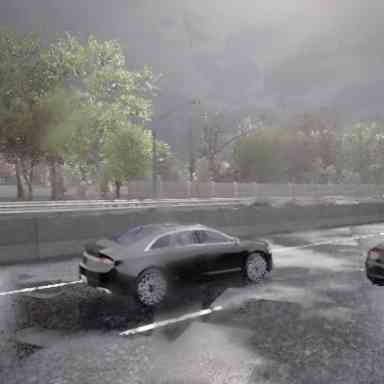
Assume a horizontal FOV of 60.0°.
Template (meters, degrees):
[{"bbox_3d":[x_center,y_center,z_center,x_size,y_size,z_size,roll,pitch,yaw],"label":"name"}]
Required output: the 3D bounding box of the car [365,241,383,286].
[{"bbox_3d":[5.969,1.496,8.008,4.674,1.442,1.812,0,0,-36],"label":"car"}]

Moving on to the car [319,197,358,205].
[{"bbox_3d":[14.392,1.441,31.444,4.674,1.442,1.812,0,0,-35],"label":"car"}]

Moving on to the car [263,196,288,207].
[{"bbox_3d":[10.753,1.405,37.443,4.902,1.511,2.128,0,0,-35],"label":"car"}]

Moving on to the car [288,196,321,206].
[{"bbox_3d":[12.495,1.266,34.387,4.553,1.767,2.097,0,0,-35],"label":"car"}]

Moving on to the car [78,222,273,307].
[{"bbox_3d":[-0.149,1.479,7.956,4.902,1.511,2.128,0,0,-35],"label":"car"}]

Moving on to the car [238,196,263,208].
[{"bbox_3d":[7.585,1.269,39.278,4.553,1.767,2.097,0,0,-37],"label":"car"}]
